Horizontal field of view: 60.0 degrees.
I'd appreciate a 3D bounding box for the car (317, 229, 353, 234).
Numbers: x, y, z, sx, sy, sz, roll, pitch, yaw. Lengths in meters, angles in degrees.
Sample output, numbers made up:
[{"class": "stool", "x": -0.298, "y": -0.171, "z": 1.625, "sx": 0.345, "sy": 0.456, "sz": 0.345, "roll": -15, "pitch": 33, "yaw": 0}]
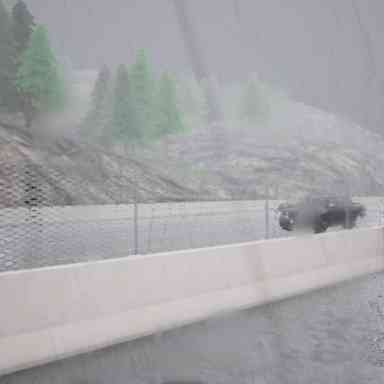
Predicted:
[{"class": "car", "x": 7.297, "y": 1.184, "z": 18.863, "sx": 5.566, "sy": 2.045, "sz": 2.150, "roll": 0, "pitch": 0, "yaw": -40}]
